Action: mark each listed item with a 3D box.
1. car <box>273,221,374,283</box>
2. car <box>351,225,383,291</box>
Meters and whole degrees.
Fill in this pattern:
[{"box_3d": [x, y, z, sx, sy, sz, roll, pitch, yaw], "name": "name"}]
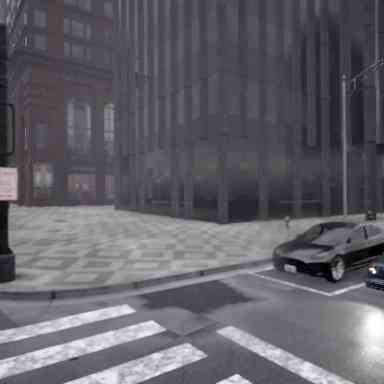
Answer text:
[{"box_3d": [4.263, 1.555, 9.675, 4.313, 1.339, 1.947, 0, 0, -35], "name": "car"}, {"box_3d": [6.224, 1.514, 7.804, 5.357, 1.411, 2.033, 0, 0, -35], "name": "car"}]
